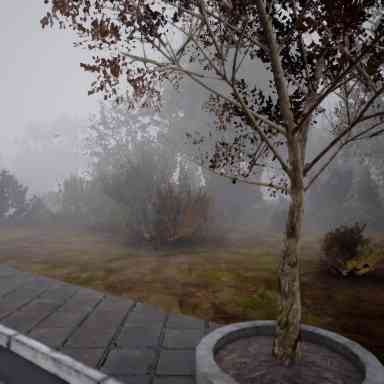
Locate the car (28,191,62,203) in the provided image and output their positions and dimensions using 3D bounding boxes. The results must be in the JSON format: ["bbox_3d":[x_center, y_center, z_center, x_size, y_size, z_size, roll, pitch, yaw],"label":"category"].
[{"bbox_3d":[-18.335,0.939,41.832,2.150,2.045,5.566,1,0,32],"label":"car"}]
